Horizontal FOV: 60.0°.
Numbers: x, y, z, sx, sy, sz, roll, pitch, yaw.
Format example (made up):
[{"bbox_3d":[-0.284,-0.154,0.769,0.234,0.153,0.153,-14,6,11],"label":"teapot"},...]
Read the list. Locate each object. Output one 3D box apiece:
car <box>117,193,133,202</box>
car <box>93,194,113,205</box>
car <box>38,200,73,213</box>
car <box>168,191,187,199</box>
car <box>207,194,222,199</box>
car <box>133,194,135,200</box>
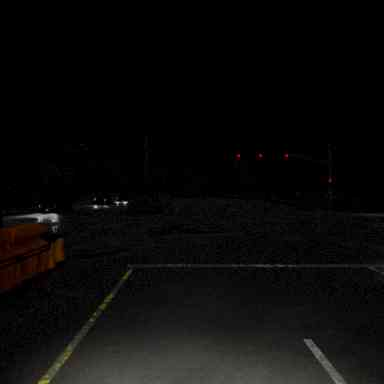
[{"bbox_3d":[-13.983,1.228,68.020,1.837,1.490,4.892,0,0,0],"label":"car"},{"bbox_3d":[-14.076,1.142,52.801,2.097,1.767,4.553,0,0,0],"label":"car"},{"bbox_3d":[-14.091,1.473,34.539,1.895,1.301,4.718,0,0,0],"label":"car"},{"bbox_3d":[-4.255,0.822,95.251,2.150,2.045,5.566,0,0,-22],"label":"car"},{"bbox_3d":[6.915,1.145,94.695,2.033,1.411,5.357,0,0,-18],"label":"car"},{"bbox_3d":[-14.568,1.034,78.139,2.097,1.767,4.553,0,0,-6],"label":"car"}]
